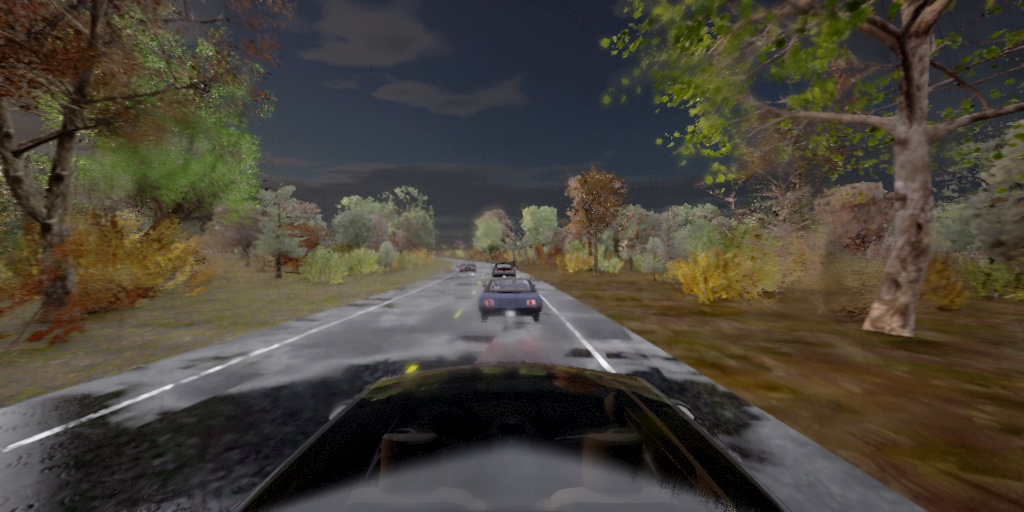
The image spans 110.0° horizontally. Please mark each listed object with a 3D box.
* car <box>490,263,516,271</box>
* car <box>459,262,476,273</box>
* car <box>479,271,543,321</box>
[{"bbox_3d":[-0.705,1.310,29.259,1.837,1.490,4.892,0,0,-3],"label":"car"},{"bbox_3d":[-5.440,1.382,44.621,1.994,1.385,4.181,0,0,-5],"label":"car"},{"bbox_3d":[-0.072,1.378,12.534,1.895,1.301,4.718,0,0,-1],"label":"car"}]
